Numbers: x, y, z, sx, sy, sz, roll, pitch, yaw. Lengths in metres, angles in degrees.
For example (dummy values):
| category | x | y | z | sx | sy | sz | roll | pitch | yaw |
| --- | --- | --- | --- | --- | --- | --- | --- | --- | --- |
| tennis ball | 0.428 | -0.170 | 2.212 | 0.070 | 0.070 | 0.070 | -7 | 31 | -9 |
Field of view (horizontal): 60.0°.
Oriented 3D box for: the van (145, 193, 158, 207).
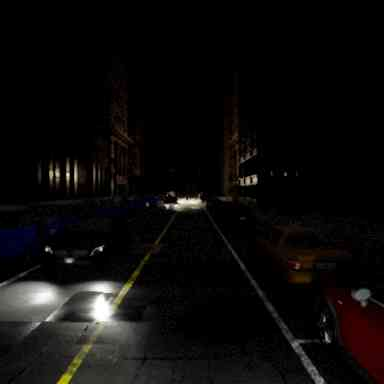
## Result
| category | x | y | z | sx | sy | sz | roll | pitch | yaw |
| --- | --- | --- | --- | --- | --- | --- | --- | --- | --- |
| van | -5.798 | 1.096 | 42.679 | 1.690 | 1.788 | 3.998 | 0 | 0 | 0 |

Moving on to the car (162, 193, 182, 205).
| category | x | y | z | sx | sy | sz | roll | pitch | yaw |
| --- | --- | --- | --- | --- | --- | --- | --- | --- | --- |
| car | -3.121 | 1.252 | 52.022 | 2.033 | 1.411 | 5.357 | 0 | 0 | 0 |

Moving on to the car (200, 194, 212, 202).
| category | x | y | z | sx | sy | sz | roll | pitch | yaw |
| --- | --- | --- | --- | --- | --- | --- | --- | --- | --- |
| car | 2.707 | 1.187 | 65.172 | 2.008 | 1.369 | 4.403 | 0 | 0 | 0 |

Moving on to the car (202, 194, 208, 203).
| category | x | y | z | sx | sy | sz | roll | pitch | yaw |
| --- | --- | --- | --- | --- | --- | --- | --- | --- | --- |
| car | 2.727 | 1.321 | 42.697 | 1.947 | 1.339 | 4.313 | 0 | 0 | 0 |

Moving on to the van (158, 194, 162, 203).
| category | x | y | z | sx | sy | sz | roll | pitch | yaw |
| --- | --- | --- | --- | --- | --- | --- | --- | --- | --- |
| van | -5.803 | 1.066 | 48.299 | 1.690 | 1.788 | 3.998 | 0 | 0 | 0 |

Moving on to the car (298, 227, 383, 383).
| category | x | y | z | sx | sy | sz | roll | pitch | yaw |
| --- | --- | --- | --- | --- | --- | --- | --- | --- | --- |
| car | 2.761 | 1.419 | 3.365 | 1.967 | 1.590 | 4.097 | 0 | 0 | 0 |

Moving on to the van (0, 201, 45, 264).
| category | x | y | z | sx | sy | sz | roll | pitch | yaw |
| --- | --- | --- | --- | --- | --- | --- | --- | --- | --- |
| van | -5.769 | 1.287 | 8.970 | 1.690 | 1.788 | 3.998 | 0 | 0 | 0 |

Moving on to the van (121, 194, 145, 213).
| category | x | y | z | sx | sy | sz | roll | pitch | yaw |
| --- | --- | --- | --- | --- | --- | --- | --- | --- | --- |
| van | -5.789 | 1.159 | 31.443 | 1.690 | 1.788 | 3.998 | 0 | 0 | 0 |

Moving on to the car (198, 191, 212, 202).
| category | x | y | z | sx | sy | sz | roll | pitch | yaw |
| --- | --- | --- | --- | --- | --- | --- | --- | --- | --- |
| car | 2.712 | 0.980 | 59.552 | 2.192 | 1.841 | 5.009 | 0 | 0 | 0 |

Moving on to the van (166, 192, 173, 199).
| category | x | y | z | sx | sy | sz | roll | pitch | yaw |
| --- | --- | --- | --- | --- | --- | --- | --- | --- | --- |
| van | -5.837 | 0.868 | 87.626 | 1.690 | 1.788 | 3.998 | 0 | 0 | 0 |

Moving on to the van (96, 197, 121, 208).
| category | x | y | z | sx | sy | sz | roll | pitch | yaw |
| --- | --- | --- | --- | --- | --- | --- | --- | --- | --- |
| van | -5.779 | 1.222 | 20.207 | 1.690 | 1.788 | 3.998 | 0 | 0 | 0 |

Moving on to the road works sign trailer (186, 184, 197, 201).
| category | x | y | z | sx | sy | sz | roll | pitch | yaw |
| --- | --- | --- | --- | --- | --- | --- | --- | --- | --- |
| road works sign trailer | -0.060 | 0.077 | 69.768 | 2.380 | 3.560 | 2.880 | 0 | 0 | 0 |

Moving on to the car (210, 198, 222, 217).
| category | x | y | z | sx | sy | sz | roll | pitch | yaw |
| --- | --- | --- | --- | --- | --- | --- | --- | --- | --- |
| car | 2.741 | 1.415 | 25.841 | 1.947 | 1.339 | 4.313 | 0 | 0 | 0 |

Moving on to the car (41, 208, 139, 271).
| category | x | y | z | sx | sy | sz | roll | pitch | yaw |
| --- | --- | --- | --- | --- | --- | --- | --- | --- | --- |
| car | -3.110 | 1.461 | 10.761 | 1.812 | 1.442 | 4.674 | 0 | 0 | 0 |

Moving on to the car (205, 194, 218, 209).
| category | x | y | z | sx | sy | sz | roll | pitch | yaw |
| --- | --- | --- | --- | --- | --- | --- | --- | --- | --- |
| car | 2.731 | 1.310 | 37.248 | 1.752 | 1.417 | 4.829 | 0 | 0 | 0 |

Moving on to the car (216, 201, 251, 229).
| category | x | y | z | sx | sy | sz | roll | pitch | yaw |
| --- | --- | --- | --- | --- | --- | --- | --- | --- | --- |
| car | 2.746 | 1.447 | 20.222 | 1.947 | 1.339 | 4.313 | 0 | 0 | 0 |

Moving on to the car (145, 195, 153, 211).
| category | x | y | z | sx | sy | sz | roll | pitch | yaw |
| --- | --- | --- | --- | --- | --- | --- | --- | --- | --- |
| car | -5.794 | 1.331 | 37.062 | 1.887 | 1.381 | 4.507 | 0 | 0 | 0 |

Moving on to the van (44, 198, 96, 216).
| category | x | y | z | sx | sy | sz | roll | pitch | yaw |
| --- | --- | --- | --- | --- | --- | --- | --- | --- | --- |
| van | -5.774 | 1.255 | 14.588 | 1.690 | 1.788 | 3.998 | 0 | 0 | 0 |

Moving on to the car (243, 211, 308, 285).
| category | x | y | z | sx | sy | sz | roll | pitch | yaw |
| --- | --- | --- | --- | --- | --- | --- | --- | --- | --- |
| car | 2.755 | 1.470 | 9.155 | 1.752 | 1.417 | 4.829 | 0 | 0 | 0 |
